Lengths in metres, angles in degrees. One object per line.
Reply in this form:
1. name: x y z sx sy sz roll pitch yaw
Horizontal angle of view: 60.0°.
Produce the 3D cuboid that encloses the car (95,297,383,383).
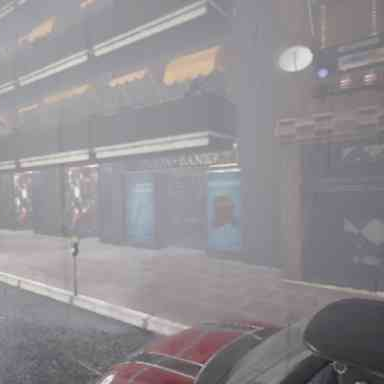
1. car: 1.089 1.440 1.979 4.097 1.590 1.967 0 -1 36
